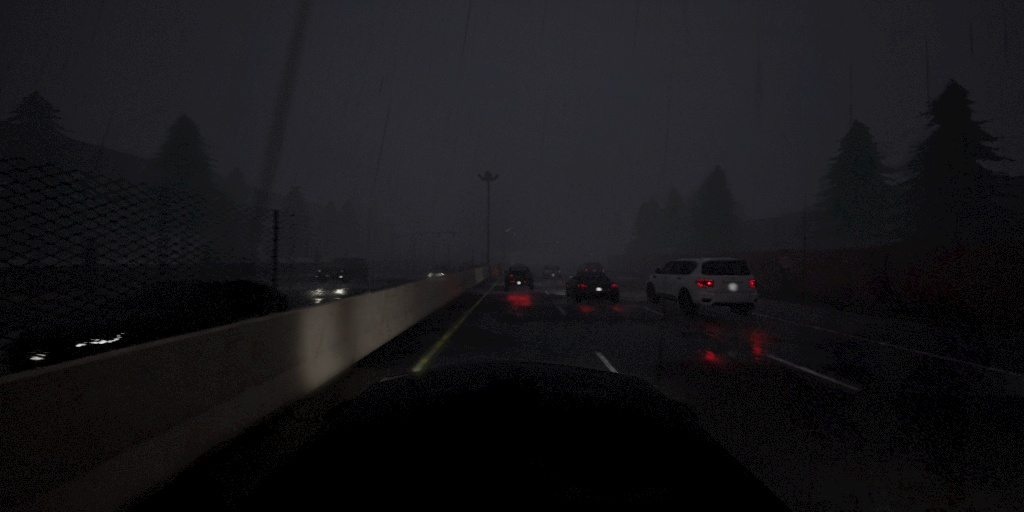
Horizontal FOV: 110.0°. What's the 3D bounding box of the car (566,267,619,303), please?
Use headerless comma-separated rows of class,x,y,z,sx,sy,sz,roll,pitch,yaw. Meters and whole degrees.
car,3.861,1.455,17.762,1.994,1.385,4.181,0,0,1

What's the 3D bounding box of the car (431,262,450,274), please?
car,-9.701,1.554,48.936,1.882,1.535,5.008,0,-1,1

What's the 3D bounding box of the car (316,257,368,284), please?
car,-13.633,1.130,29.334,2.150,2.045,5.566,0,-1,1

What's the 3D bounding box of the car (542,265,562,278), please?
car,4.234,1.656,38.684,1.895,1.301,4.718,0,0,1

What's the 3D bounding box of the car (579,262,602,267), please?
car,7.669,1.394,35.003,2.097,1.767,4.553,0,0,1

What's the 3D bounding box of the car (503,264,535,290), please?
car,0.481,1.435,24.623,1.837,1.490,4.892,0,-1,1

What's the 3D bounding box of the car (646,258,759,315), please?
car,7.296,1.100,14.432,2.150,2.045,5.566,0,-1,1

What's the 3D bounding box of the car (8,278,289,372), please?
car,-7.023,1.272,7.783,1.837,1.490,4.892,0,0,1

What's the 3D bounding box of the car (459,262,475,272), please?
car,-6.159,1.607,50.348,2.128,1.511,4.902,0,0,1
